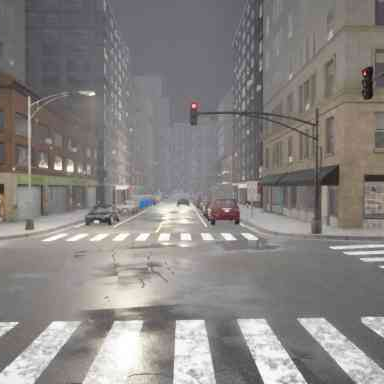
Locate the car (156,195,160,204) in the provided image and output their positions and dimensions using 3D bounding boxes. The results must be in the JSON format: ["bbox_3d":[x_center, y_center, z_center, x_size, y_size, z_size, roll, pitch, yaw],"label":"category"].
[{"bbox_3d":[-7.223,1.312,57.403,2.192,1.841,5.009,-1,0,-2],"label":"car"}]

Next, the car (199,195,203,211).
[{"bbox_3d":[2.066,1.319,29.717,2.192,1.841,5.009,-1,0,-2],"label":"car"}]

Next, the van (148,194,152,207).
[{"bbox_3d":[-6.917,1.342,46.235,1.690,1.788,3.998,-1,0,-2],"label":"van"}]

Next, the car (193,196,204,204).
[{"bbox_3d":[1.158,1.560,63.220,1.947,1.339,4.313,-1,0,-2],"label":"car"}]

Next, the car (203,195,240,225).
[{"bbox_3d":[2.217,1.318,24.133,2.192,1.841,5.009,-1,0,-2],"label":"car"}]

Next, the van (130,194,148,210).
[{"bbox_3d":[-6.764,1.344,40.651,1.690,1.788,3.998,-1,0,-2],"label":"van"}]

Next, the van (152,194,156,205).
[{"bbox_3d":[-7.070,1.340,51.819,1.690,1.788,3.998,-1,0,-2],"label":"van"}]

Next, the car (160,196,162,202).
[{"bbox_3d":[-7.374,1.434,62.986,1.967,1.590,4.097,-1,0,-2],"label":"car"}]

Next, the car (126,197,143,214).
[{"bbox_3d":[-6.604,1.529,34.898,1.752,1.417,4.829,-1,0,-2],"label":"car"}]

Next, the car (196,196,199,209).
[{"bbox_3d":[1.760,1.528,41.054,1.752,1.417,4.829,-1,0,-2],"label":"car"}]

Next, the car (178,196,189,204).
[{"bbox_3d":[-1.719,1.541,63.897,2.033,1.411,5.357,0,0,-2],"label":"car"}]

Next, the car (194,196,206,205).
[{"bbox_3d":[1.305,1.522,57.806,1.752,1.417,4.829,-1,0,-2],"label":"car"}]

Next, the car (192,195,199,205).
[{"bbox_3d":[1.611,1.316,46.468,2.192,1.841,5.009,-1,0,-2],"label":"car"}]

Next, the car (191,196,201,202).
[{"bbox_3d":[0.855,1.538,74.387,2.008,1.369,4.403,-1,0,-2],"label":"car"}]

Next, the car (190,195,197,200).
[{"bbox_3d":[0.400,1.525,91.139,2.008,1.369,4.403,-1,0,-2],"label":"car"}]

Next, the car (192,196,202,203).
[{"bbox_3d":[1.007,1.557,68.804,1.947,1.339,4.313,-1,0,-2],"label":"car"}]

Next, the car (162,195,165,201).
[{"bbox_3d":[-7.680,1.428,74.153,1.967,1.590,4.097,-1,0,-2],"label":"car"}]

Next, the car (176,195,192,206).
[{"bbox_3d":[-1.434,1.504,53.479,1.837,1.490,4.892,0,0,-2],"label":"car"}]

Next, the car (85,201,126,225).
[{"bbox_3d":[-6.302,1.569,23.900,1.947,1.339,4.313,-1,0,-2],"label":"car"}]
